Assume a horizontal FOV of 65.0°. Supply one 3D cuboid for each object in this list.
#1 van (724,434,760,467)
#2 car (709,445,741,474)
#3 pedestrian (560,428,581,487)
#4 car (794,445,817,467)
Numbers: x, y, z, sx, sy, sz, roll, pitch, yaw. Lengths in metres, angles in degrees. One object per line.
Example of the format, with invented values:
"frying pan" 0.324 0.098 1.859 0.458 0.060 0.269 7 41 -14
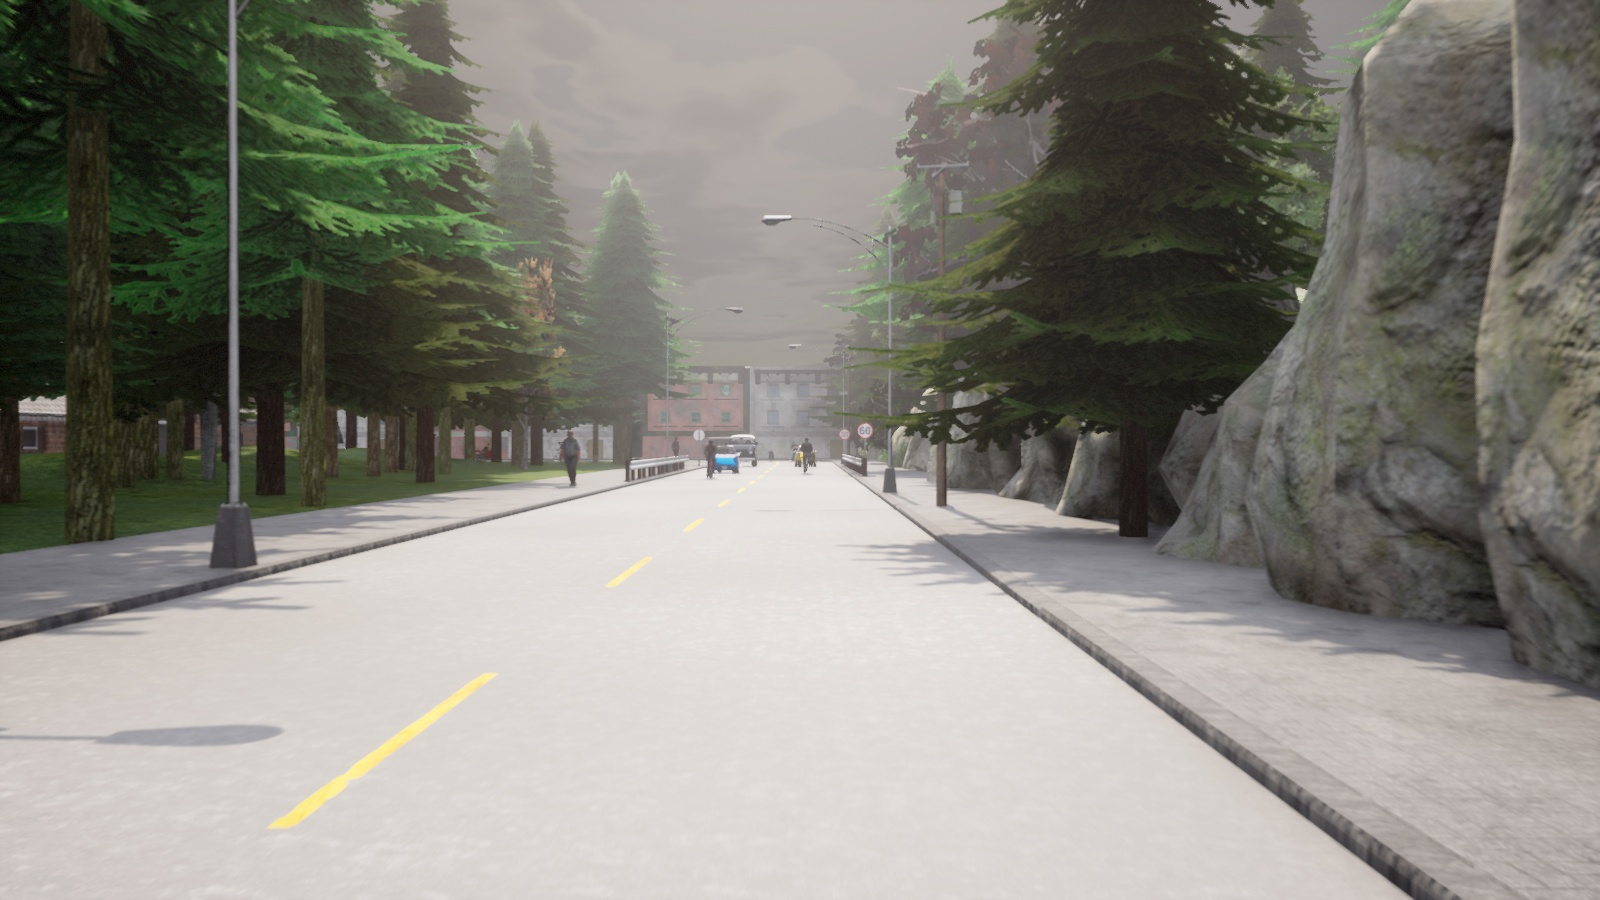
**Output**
"van" -3.653 0.019 79.468 2.069 2.038 4.480 0 0 0
"car" -3.679 0.450 61.797 1.481 1.376 2.207 0 0 0
"pedestrian" -7.231 0.227 39.642 0.540 1.848 0.694 0 0 0
"car" 0.346 0.356 79.084 1.481 1.376 2.207 0 1 0
